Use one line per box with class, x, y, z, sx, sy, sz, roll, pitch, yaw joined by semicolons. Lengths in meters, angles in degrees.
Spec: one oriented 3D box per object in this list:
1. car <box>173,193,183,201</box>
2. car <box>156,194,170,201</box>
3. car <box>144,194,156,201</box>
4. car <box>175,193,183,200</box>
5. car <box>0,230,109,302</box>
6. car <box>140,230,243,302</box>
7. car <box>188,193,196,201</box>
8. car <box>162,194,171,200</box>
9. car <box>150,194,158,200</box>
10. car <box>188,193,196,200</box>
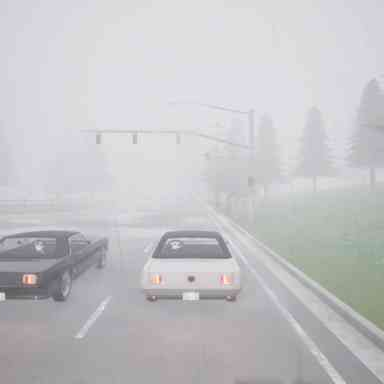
car;-3.569;1.348;82.456;2.097;1.767;4.553;0;0;0
car;-7.069;1.517;82.067;2.128;1.511;4.902;0;0;0
car;-10.569;1.588;82.511;1.895;1.301;4.718;0;0;0
car;-3.577;1.187;92.460;2.097;1.767;4.553;0;0;0
car;-3.494;1.601;8.233;1.895;1.301;4.718;0;0;0
car;0.006;1.601;8.236;1.895;1.301;4.718;0;0;0
car;-0.069;1.517;82.073;2.128;1.511;4.902;0;0;0
car;-7.077;1.372;92.487;2.033;1.411;5.357;0;0;0
car;-10.577;1.357;92.484;1.812;1.442;4.674;0;0;0
car;-0.077;1.187;92.463;2.097;1.767;4.553;0;0;0
